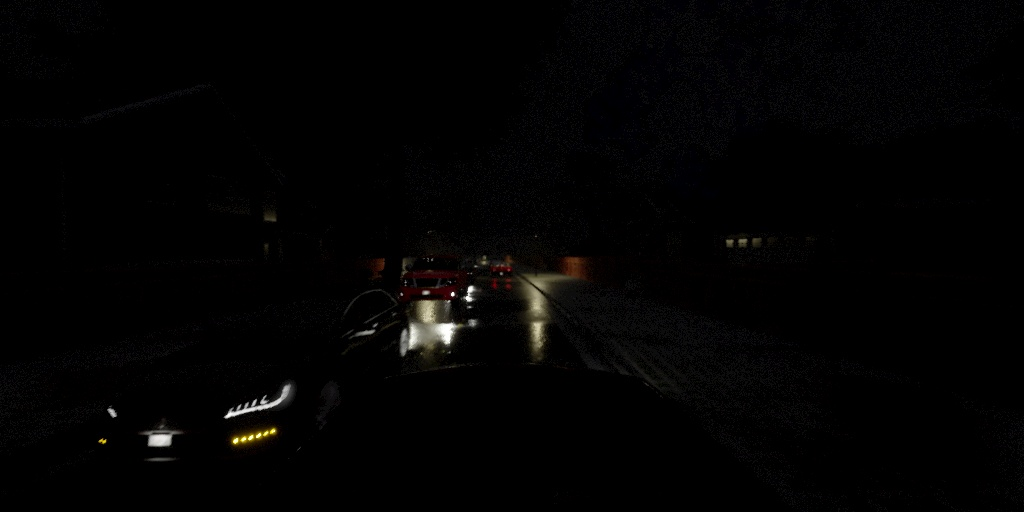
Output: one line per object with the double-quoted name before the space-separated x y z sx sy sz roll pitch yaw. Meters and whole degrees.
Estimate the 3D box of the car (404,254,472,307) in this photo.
"car" -3.115 0.922 15.377 2.150 2.045 5.566 0 0 -2

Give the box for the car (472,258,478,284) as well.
"car" -3.514 1.140 25.795 2.128 1.511 4.902 0 0 -2

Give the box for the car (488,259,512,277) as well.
"car" -1.040 1.203 32.632 1.895 1.301 4.718 0 0 -4

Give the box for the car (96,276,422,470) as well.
"car" -2.910 1.247 5.359 1.837 1.490 4.892 0 0 -1
